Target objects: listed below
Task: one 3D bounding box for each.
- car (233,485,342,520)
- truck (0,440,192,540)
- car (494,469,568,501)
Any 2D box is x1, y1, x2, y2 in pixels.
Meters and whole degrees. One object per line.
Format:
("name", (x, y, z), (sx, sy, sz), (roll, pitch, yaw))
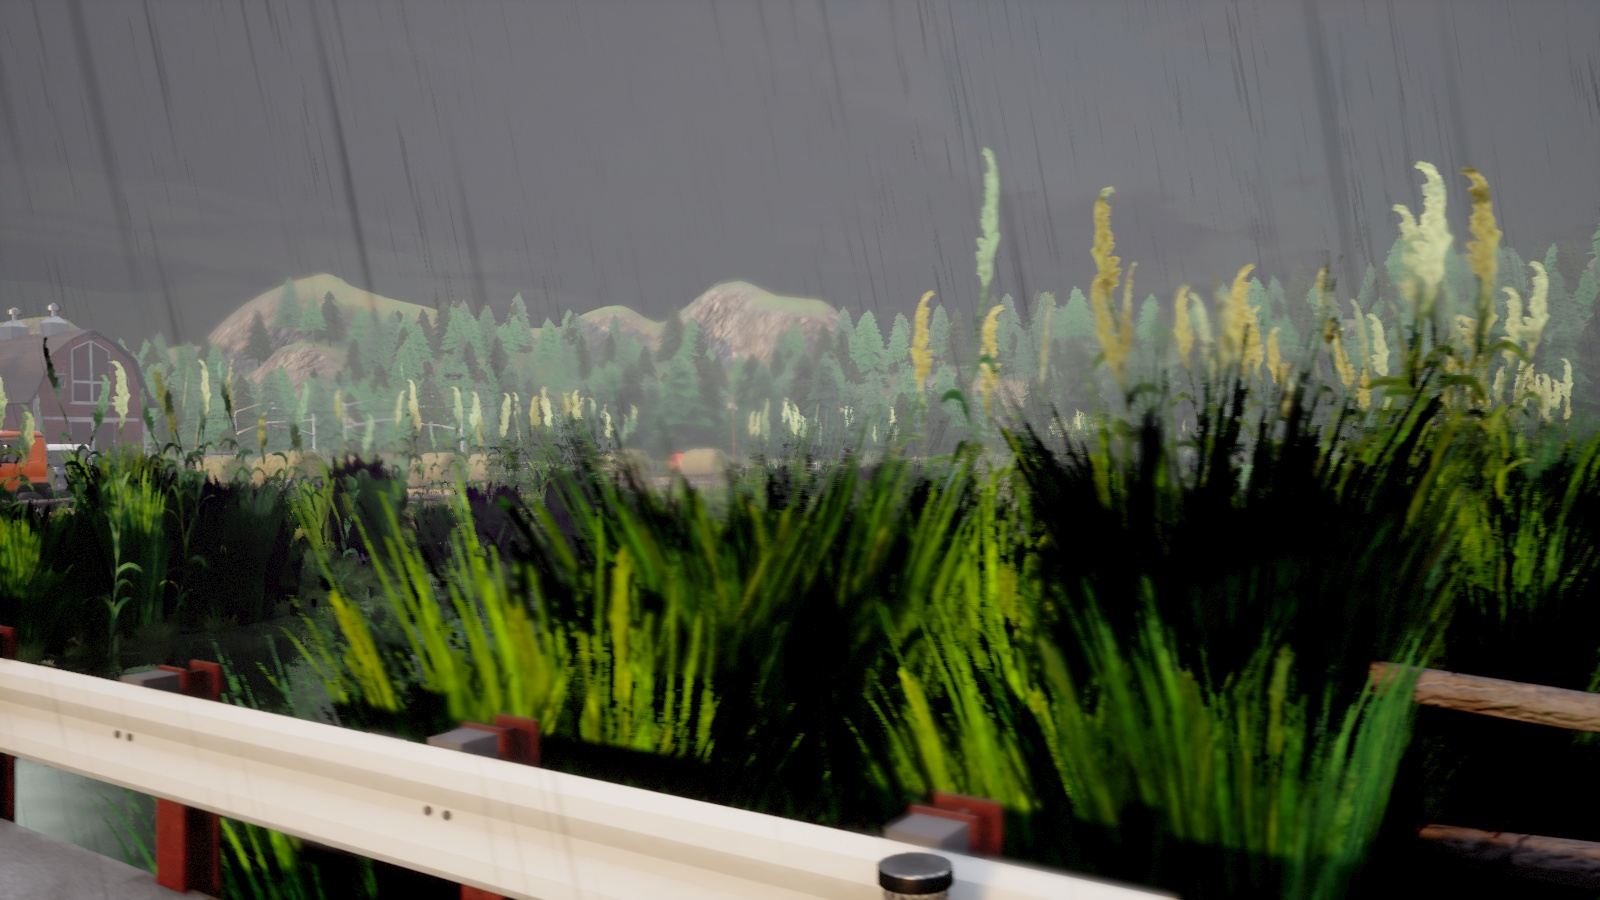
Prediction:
("car", (-23.108, 2.354, 56.767), (1.994, 1.385, 4.181), (-2, 0, 29))
("truck", (-27.877, 1.439, 48.128), (2.891, 3.462, 7.936), (-2, 0, 29))
("car", (-15.221, 1.972, 71.213), (1.851, 1.617, 3.988), (-2, 0, 29))
